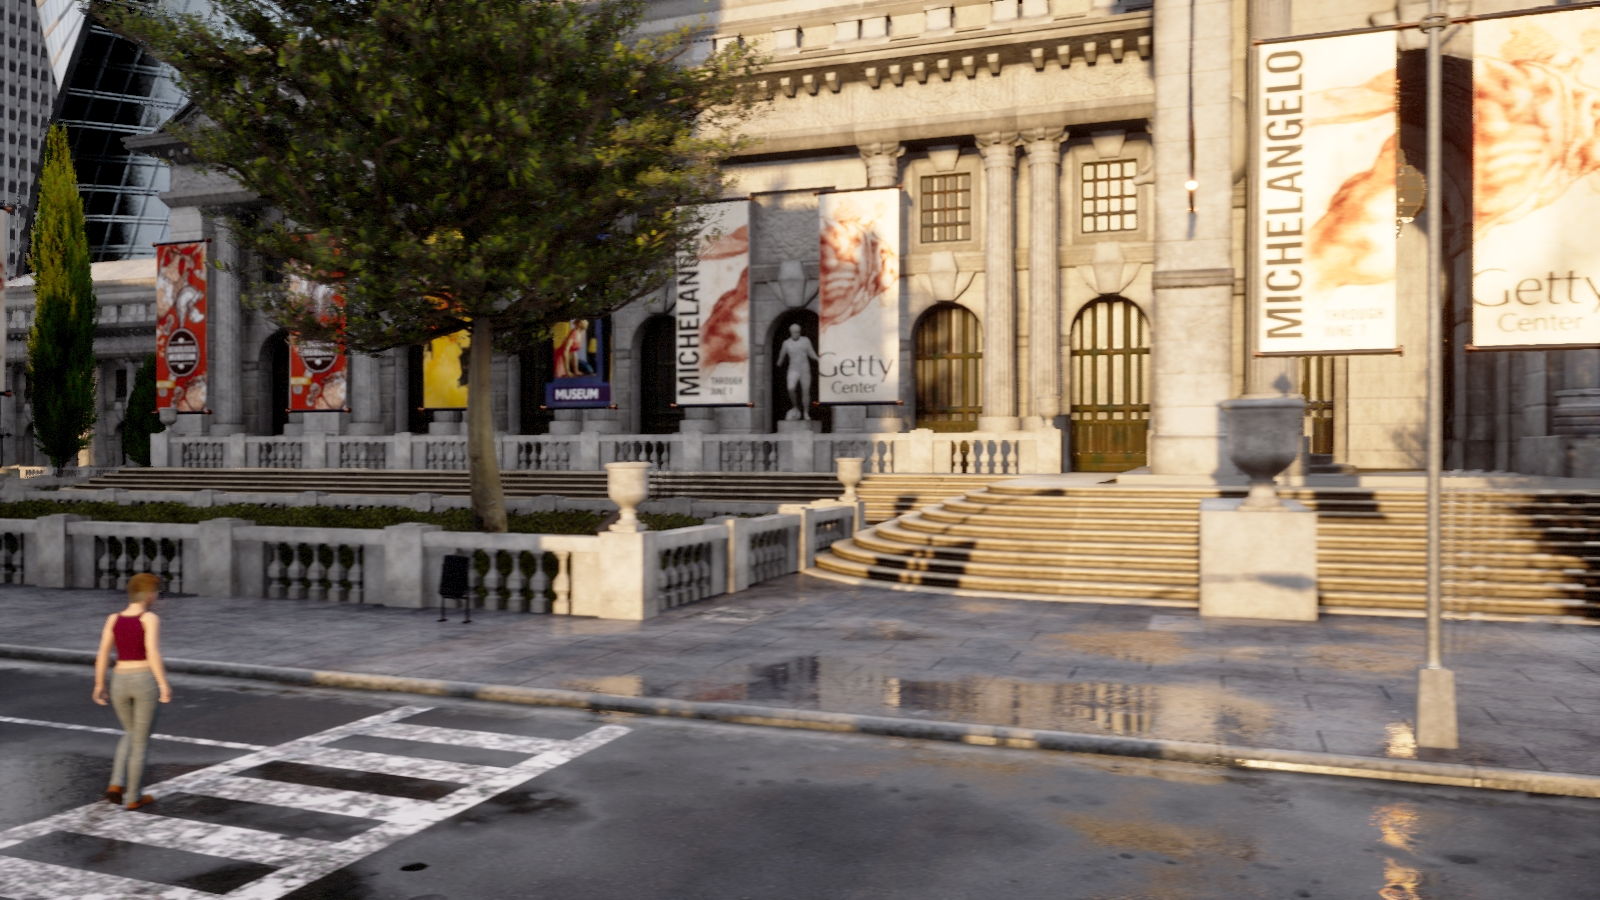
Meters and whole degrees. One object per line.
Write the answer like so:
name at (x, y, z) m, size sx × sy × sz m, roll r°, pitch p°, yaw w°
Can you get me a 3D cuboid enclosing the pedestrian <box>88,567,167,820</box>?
pedestrian at (-5.173, 1.848, 8.796) m, size 0.375 × 1.860 × 0.375 m, roll 0°, pitch 0°, yaw 7°
